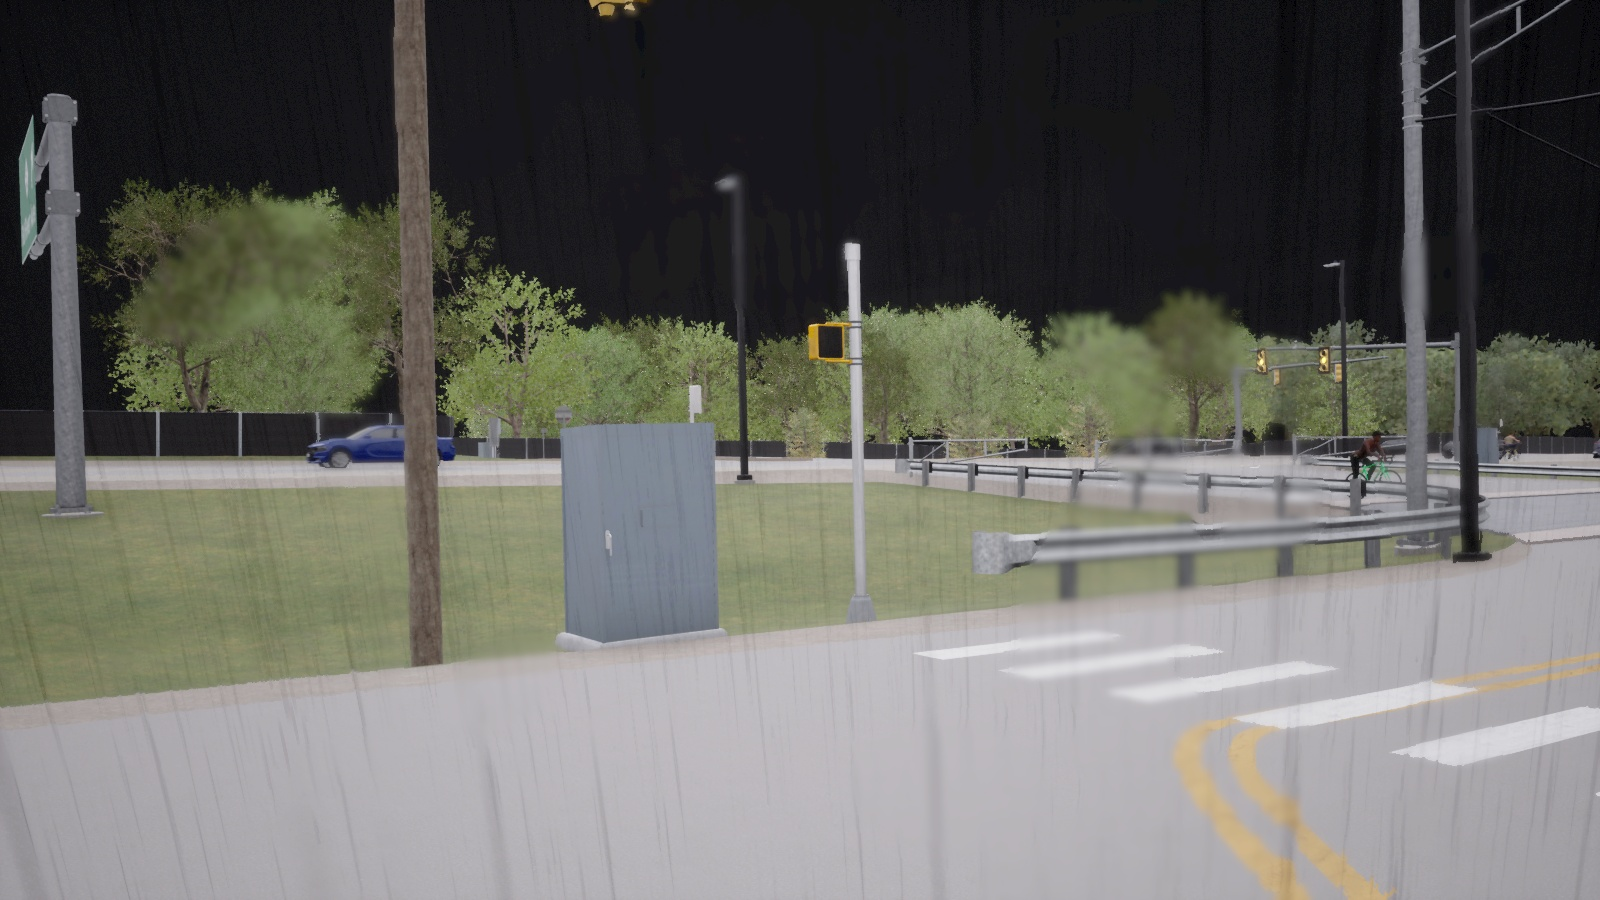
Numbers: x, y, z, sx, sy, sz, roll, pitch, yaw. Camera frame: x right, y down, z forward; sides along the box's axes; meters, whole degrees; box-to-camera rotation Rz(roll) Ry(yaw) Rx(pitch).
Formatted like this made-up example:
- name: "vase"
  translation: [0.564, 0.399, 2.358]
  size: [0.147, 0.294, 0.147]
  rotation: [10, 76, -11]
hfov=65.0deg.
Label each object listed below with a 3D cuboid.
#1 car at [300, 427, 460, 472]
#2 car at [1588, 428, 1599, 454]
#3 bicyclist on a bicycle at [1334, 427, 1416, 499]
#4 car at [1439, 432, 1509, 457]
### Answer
- name: "car"
  translation: [-14.757, -0.032, 44.187]
  size: [5.008, 1.535, 1.882]
  rotation: [0, 0, -34]
- name: "car"
  translation: [54.261, -0.604, 82.681]
  size: [5.027, 1.651, 2.152]
  rotation: [0, 0, -34]
- name: "bicyclist on a bicycle"
  translation: [13.444, 0.321, 29.412]
  size: [0.582, 1.620, 1.656]
  rotation: [-1, -2, -27]
- name: "car"
  translation: [42.323, -0.363, 78.793]
  size: [4.514, 1.525, 2.007]
  rotation: [0, 0, -34]
